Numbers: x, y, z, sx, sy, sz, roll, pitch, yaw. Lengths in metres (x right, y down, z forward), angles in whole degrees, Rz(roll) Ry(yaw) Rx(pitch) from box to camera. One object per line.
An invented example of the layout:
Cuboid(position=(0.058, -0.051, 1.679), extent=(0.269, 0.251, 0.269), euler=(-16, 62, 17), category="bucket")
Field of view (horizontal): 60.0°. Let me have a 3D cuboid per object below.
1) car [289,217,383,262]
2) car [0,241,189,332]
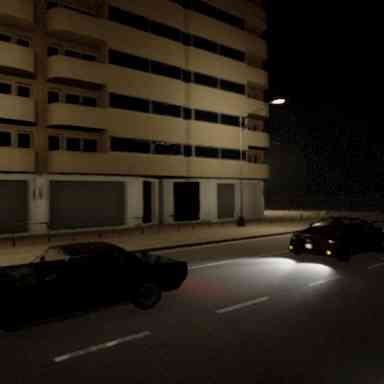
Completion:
Cuboid(position=(5.531, 1.637, 12.511), extent=(4.181, 1.385, 1.994), euler=(0, -1, -38), category="car")
Cuboid(position=(-2.470, 1.716, 6.514), extent=(4.718, 1.301, 1.895), euler=(0, -1, -37), category="car")
